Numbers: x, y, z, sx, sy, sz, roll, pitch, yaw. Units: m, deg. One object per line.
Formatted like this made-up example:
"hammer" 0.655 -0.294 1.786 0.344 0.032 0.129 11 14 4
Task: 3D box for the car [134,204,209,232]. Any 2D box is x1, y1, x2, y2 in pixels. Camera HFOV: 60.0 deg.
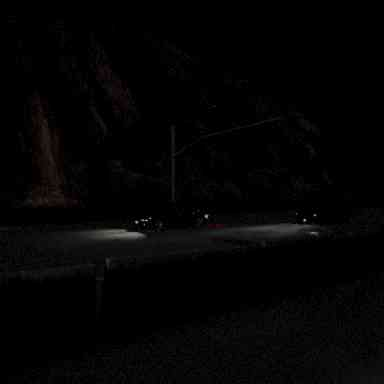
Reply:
"car" -1.174 1.507 20.362 4.892 1.490 1.837 1 0 -36

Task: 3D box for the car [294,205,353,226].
"car" 9.373 1.579 23.656 4.718 1.301 1.895 0 0 -36
